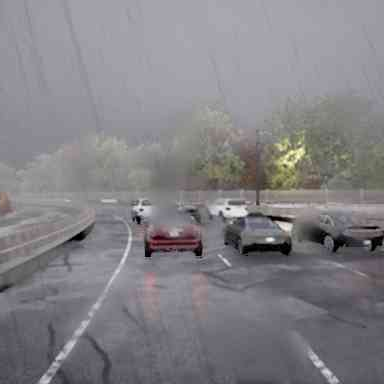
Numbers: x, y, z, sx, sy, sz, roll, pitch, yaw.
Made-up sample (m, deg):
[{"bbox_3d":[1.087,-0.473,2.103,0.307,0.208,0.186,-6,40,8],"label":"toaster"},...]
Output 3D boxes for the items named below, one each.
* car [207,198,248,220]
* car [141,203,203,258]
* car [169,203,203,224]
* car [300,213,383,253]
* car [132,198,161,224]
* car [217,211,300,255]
[{"bbox_3d":[3.041,1.542,29.496,2.150,2.045,5.566,0,0,-15],"label":"car"},{"bbox_3d":[-0.893,1.498,13.619,2.097,1.767,4.553,0,-1,-7],"label":"car"},{"bbox_3d":[-0.604,1.824,29.501,1.837,1.490,4.892,0,0,-16],"label":"car"},{"bbox_3d":[6.052,1.650,14.494,2.128,1.511,4.902,0,0,-8],"label":"car"},{"bbox_3d":[-3.727,1.523,27.711,2.150,2.045,5.566,0,0,-15],"label":"car"},{"bbox_3d":[2.578,1.717,14.057,1.994,1.385,4.181,0,-1,-7],"label":"car"}]
